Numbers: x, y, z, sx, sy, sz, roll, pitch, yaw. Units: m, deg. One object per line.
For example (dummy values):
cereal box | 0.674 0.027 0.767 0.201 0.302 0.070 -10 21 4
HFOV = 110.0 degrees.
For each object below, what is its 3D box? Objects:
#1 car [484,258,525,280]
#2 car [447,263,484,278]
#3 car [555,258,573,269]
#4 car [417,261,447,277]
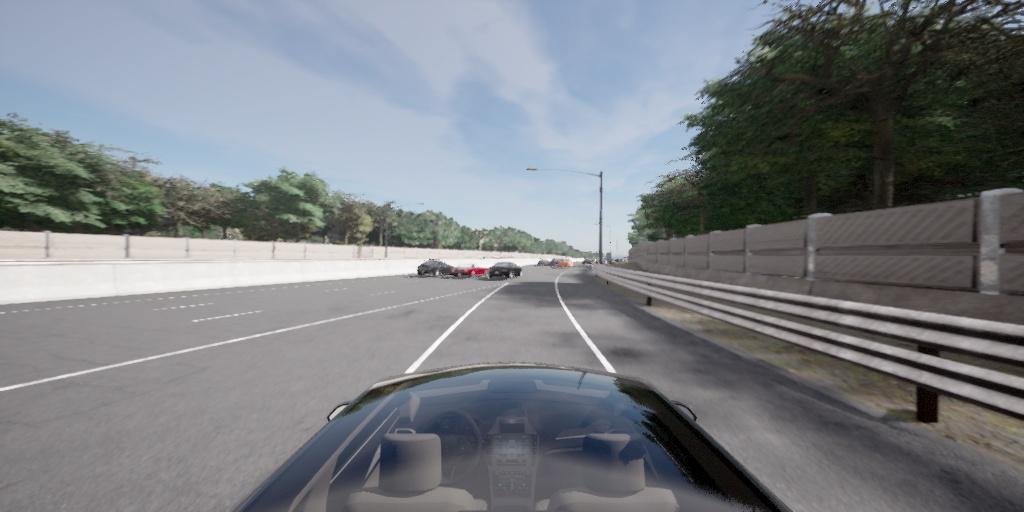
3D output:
car | -0.483 1.228 31.869 1.882 1.535 5.008 1 0 18
car | -3.808 1.314 32.968 1.895 1.301 4.718 1 0 18
car | 9.262 1.212 61.861 2.097 1.767 4.553 1 0 18
car | -7.143 1.183 34.022 1.837 1.490 4.892 1 0 18
